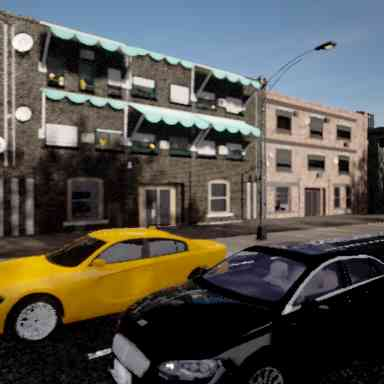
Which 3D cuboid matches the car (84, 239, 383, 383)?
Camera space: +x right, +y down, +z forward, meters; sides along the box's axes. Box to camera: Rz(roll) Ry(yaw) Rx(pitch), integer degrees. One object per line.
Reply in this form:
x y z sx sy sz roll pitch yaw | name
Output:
1.325 1.515 4.631 4.902 1.511 2.128 0 0 -35 | car

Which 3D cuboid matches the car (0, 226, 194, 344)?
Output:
-1.515 1.493 6.598 5.008 1.535 1.882 0 0 -35 | car
